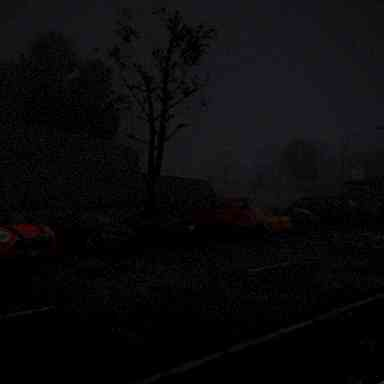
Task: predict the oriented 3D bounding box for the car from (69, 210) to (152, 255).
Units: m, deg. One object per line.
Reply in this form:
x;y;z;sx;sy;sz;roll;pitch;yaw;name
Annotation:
-4.307;1.511;13.458;4.892;1.521;2.231;-1;-1;35;car

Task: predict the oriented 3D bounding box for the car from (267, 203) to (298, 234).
2.878;1.555;18.777;5.366;1.575;1.946;-1;-1;35;car

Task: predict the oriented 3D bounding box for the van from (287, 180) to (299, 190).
21.612;-1.270;68.006;1.878;1.987;4.442;7;3;35;van

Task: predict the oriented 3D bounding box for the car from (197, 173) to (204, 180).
4.264;-3.863;92.703;2.185;1.767;4.553;4;1;33;car

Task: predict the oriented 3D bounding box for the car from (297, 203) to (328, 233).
5.484;1.612;20.404;4.674;1.452;2.002;-1;-1;35;car

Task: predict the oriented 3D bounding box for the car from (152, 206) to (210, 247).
-1.887;1.553;15.204;4.792;1.488;2.163;-1;-1;35;car

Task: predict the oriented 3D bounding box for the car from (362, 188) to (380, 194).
30.268;0.356;55.782;2.002;1.452;4.674;7;3;35;car

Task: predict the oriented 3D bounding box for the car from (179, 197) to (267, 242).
0.559;1.288;16.950;5.566;2.045;2.435;-1;-1;35;car

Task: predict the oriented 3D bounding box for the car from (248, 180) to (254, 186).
14.738;-2.095;77.994;2.002;1.452;4.674;7;3;35;car

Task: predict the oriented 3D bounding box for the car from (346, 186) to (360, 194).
28.579;-0.206;58.256;2.435;2.045;5.566;7;3;35;car

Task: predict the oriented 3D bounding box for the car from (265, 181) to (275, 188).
18.310;-1.590;73.210;1.946;1.575;5.366;7;3;35;car

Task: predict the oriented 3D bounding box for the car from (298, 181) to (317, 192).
23.371;-0.772;65.643;2.231;1.521;4.892;7;3;35;car

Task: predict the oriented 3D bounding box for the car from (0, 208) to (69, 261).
-6.773;1.371;11.733;4.553;1.767;2.185;-1;-1;34;car

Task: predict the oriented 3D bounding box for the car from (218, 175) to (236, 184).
9.636;-2.953;85.506;1.946;1.575;5.366;7;3;34;car

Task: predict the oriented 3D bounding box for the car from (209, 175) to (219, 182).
7.786;-3.477;87.766;2.435;2.045;5.566;7;3;34;car

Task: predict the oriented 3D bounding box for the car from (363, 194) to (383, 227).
10.426;1.354;23.867;5.566;2.045;2.435;-1;-1;35;car

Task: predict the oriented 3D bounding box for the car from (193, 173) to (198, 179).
2.493;-4.140;95.052;2.435;2.045;5.566;1;-2;34;car

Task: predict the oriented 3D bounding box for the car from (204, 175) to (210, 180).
5.993;-3.628;90.233;2.185;1.767;4.553;6;3;34;car

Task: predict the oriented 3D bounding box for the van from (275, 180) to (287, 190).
19.884;-1.543;70.478;1.878;1.987;4.442;7;3;35;van

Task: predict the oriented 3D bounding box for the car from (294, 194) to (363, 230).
7.912;1.338;22.162;5.566;2.045;2.435;-1;-1;35;car

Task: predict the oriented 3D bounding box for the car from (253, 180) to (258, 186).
16.480;-1.822;75.531;2.002;1.452;4.674;7;3;35;car
